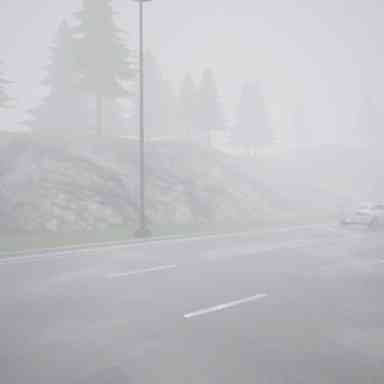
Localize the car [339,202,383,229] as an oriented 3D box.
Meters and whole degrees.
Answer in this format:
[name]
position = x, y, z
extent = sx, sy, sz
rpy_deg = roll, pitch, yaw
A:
[car]
position = 10.644, 1.351, 19.921
extent = 4.674, 1.442, 1.812
rpy_deg = -1, 0, -35
